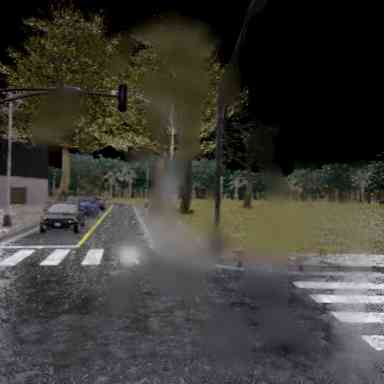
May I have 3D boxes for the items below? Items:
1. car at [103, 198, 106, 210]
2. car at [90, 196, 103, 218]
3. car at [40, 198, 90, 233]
[{"bbox_3d":[-10.871,1.220,37.775,1.882,1.535,5.008,2,0,-11],"label":"car"},{"bbox_3d":[-8.924,1.260,28.007,1.882,1.535,5.008,2,0,-11],"label":"car"},{"bbox_3d":[-7.063,1.297,18.594,1.882,1.535,5.008,2,0,-13],"label":"car"}]
